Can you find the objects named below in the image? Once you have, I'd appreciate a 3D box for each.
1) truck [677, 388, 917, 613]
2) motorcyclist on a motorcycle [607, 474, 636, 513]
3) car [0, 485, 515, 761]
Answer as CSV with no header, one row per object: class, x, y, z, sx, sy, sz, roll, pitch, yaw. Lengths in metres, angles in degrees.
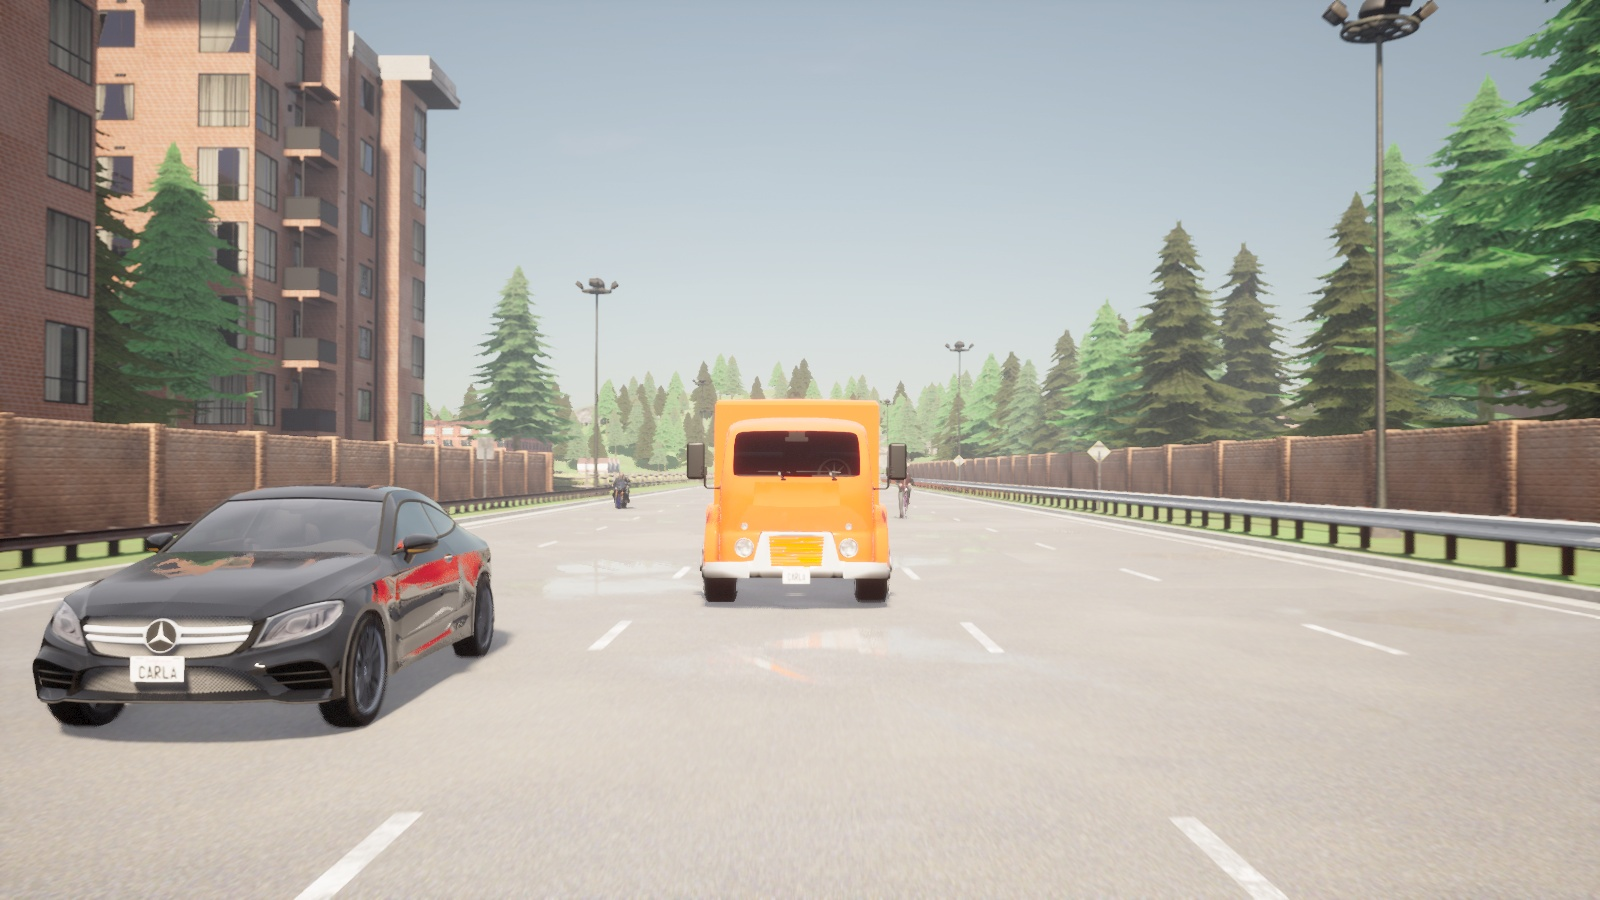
truck,-0.042,0.603,16.439,2.627,2.467,5.204,0,-1,0
motorcyclist on a motorcycle,-7.122,1.718,50.244,0.866,1.530,2.191,0,-1,0
car,-3.516,1.008,9.196,1.812,1.442,4.674,0,-1,0
